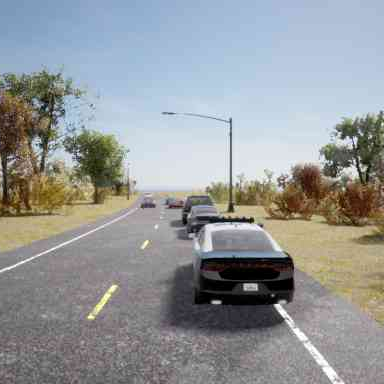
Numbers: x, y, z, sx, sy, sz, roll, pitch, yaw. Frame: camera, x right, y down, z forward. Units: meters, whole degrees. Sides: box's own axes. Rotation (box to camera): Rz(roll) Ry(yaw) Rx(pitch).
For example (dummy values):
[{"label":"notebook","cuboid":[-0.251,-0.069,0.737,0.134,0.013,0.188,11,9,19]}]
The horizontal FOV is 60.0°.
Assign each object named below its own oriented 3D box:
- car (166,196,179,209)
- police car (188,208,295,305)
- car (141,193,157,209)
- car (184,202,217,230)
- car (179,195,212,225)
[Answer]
[{"label":"car","cuboid":[-2.205,1.543,45.527,1.994,1.385,4.181,0,0,-5]},{"label":"police car","cuboid":[0.953,1.424,8.275,1.930,1.638,5.238,0,0,-1]},{"label":"car","cuboid":[-5.946,1.331,46.003,2.097,1.767,4.553,0,0,-6]},{"label":"car","cuboid":[0.651,1.500,18.215,1.837,1.490,4.892,0,0,-2]},{"label":"car","cuboid":[0.367,1.212,24.273,2.150,2.045,5.566,0,0,-3]}]
